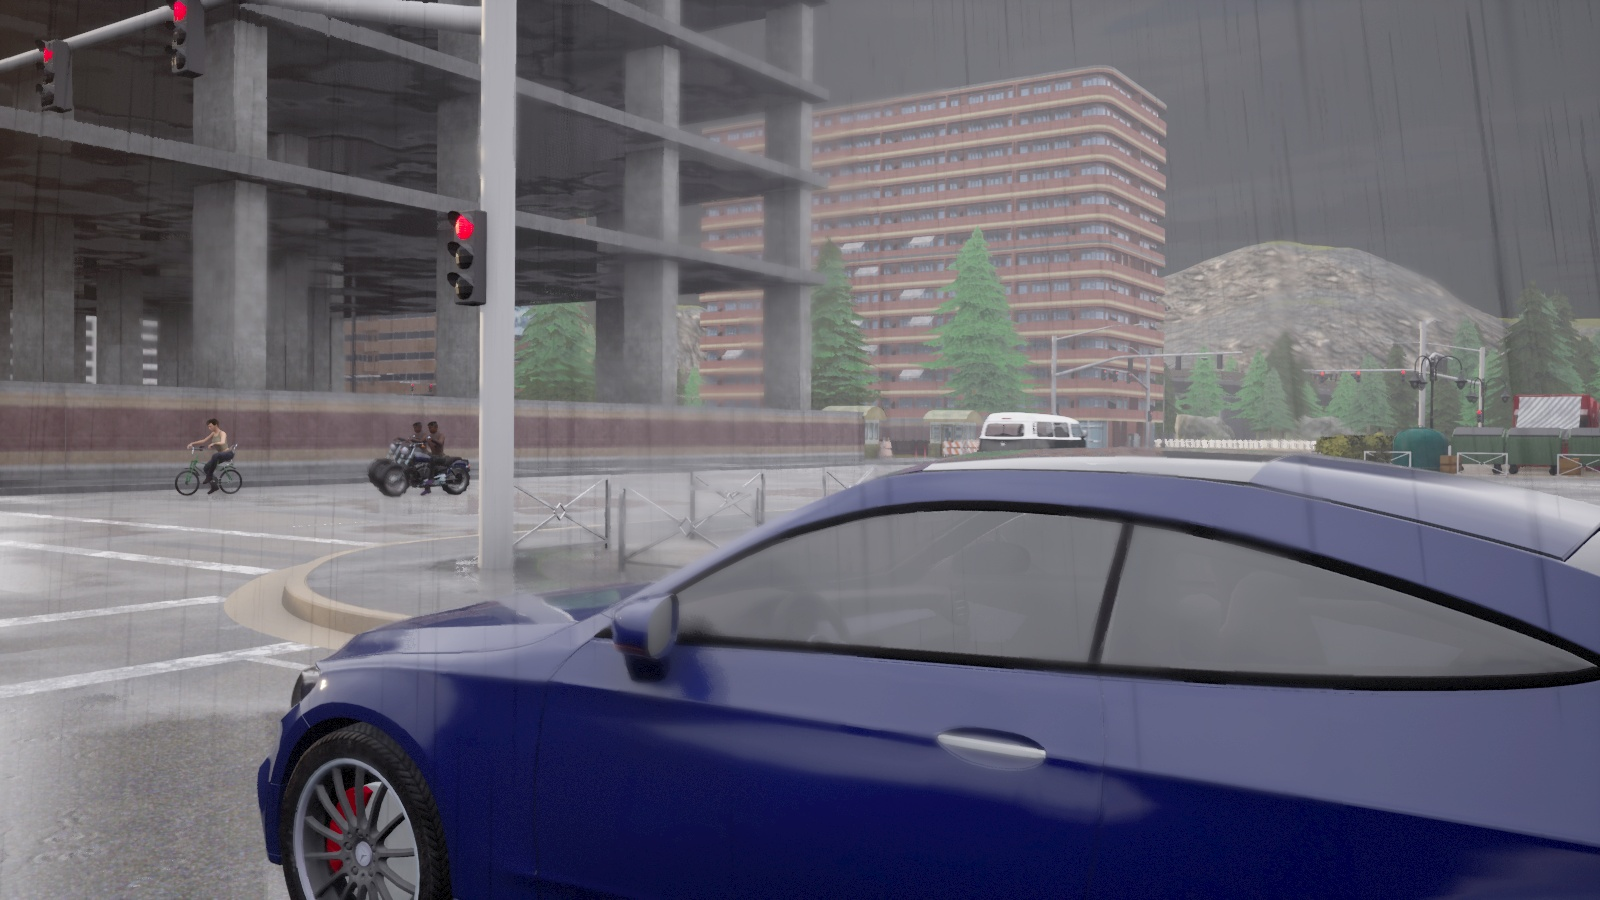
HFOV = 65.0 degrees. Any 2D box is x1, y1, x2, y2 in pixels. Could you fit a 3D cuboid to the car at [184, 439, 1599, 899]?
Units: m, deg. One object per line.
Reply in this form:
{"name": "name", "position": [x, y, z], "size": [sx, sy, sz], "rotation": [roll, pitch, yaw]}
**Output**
{"name": "car", "position": [0.620, 0.708, 3.212], "size": [4.674, 1.442, 1.812], "rotation": [0, 1, 34]}

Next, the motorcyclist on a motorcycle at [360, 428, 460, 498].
{"name": "motorcyclist on a motorcycle", "position": [-9.515, 0.293, 30.715], "size": [0.766, 1.649, 2.350], "rotation": [0, 1, 33]}

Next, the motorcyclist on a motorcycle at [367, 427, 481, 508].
{"name": "motorcyclist on a motorcycle", "position": [-7.963, 0.334, 26.710], "size": [0.766, 1.649, 2.350], "rotation": [0, 1, 33]}

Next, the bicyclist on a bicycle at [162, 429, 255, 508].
{"name": "bicyclist on a bicycle", "position": [-12.388, 0.365, 26.348], "size": [0.866, 1.612, 1.509], "rotation": [0, 1, 34]}

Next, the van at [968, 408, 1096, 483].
{"name": "van", "position": [6.788, -0.159, 36.368], "size": [2.069, 2.038, 4.480], "rotation": [0, 1, 33]}
